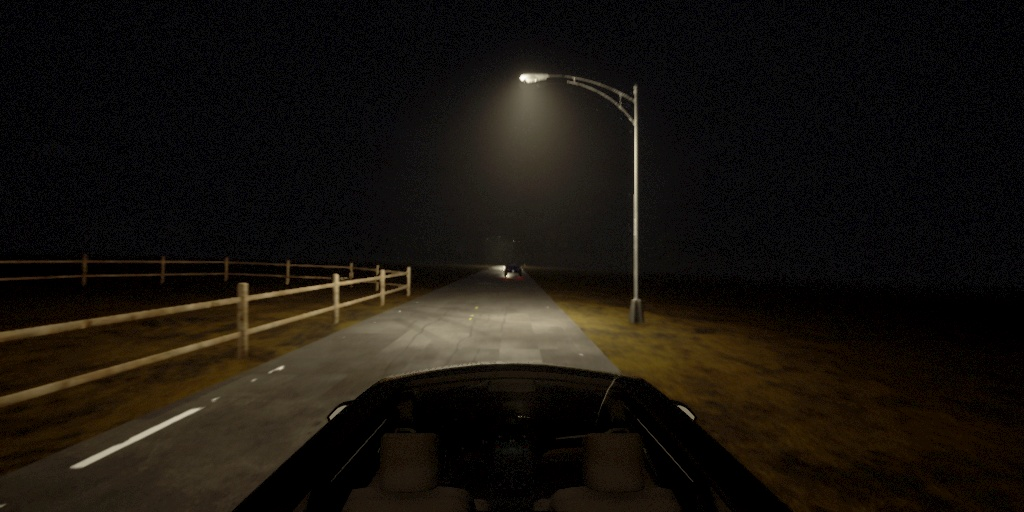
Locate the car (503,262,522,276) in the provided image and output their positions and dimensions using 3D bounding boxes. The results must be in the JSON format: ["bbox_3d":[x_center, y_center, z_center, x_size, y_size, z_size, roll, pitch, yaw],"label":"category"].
[{"bbox_3d":[0.120,1.434,40.727,1.812,1.442,4.674,0,0,0],"label":"car"}]
